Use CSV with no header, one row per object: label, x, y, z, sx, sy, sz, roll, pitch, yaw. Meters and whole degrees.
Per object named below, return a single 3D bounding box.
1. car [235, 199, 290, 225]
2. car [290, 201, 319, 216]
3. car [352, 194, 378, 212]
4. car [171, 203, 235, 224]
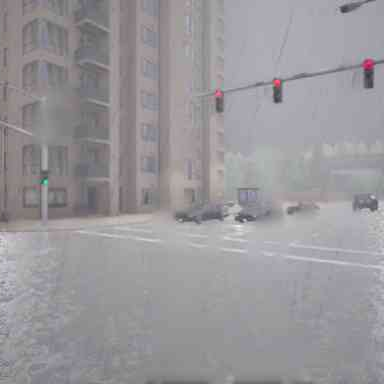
car,5.124,1.526,24.616,2.033,1.411,5.357,0,0,36
car,10.782,1.580,32.356,1.895,1.301,4.718,0,0,36
car,20.655,1.209,39.655,2.150,2.045,5.566,0,0,36
car,0.788,1.519,24.612,2.033,1.411,5.357,0,0,36
